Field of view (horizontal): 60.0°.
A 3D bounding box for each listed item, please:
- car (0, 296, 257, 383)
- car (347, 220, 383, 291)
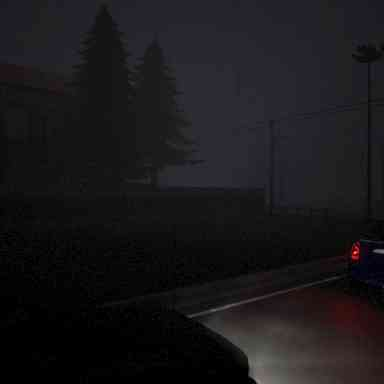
[{"bbox_3d":[-1.992,1.547,2.305,5.357,1.411,2.033,0,0,-36],"label":"car"},{"bbox_3d":[5.706,1.352,7.825,4.553,1.767,2.097,0,0,-35],"label":"car"}]
